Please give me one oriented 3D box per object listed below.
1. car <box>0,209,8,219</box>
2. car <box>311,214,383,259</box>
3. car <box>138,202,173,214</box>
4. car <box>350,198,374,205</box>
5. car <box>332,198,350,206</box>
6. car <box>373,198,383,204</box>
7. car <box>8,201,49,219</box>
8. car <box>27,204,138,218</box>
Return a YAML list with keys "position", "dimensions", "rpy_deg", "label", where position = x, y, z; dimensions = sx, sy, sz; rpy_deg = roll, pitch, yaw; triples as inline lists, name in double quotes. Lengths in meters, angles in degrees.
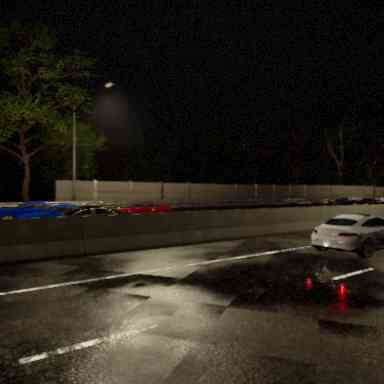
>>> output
- position: [-11.942, 1.486, 24.543]
  dimensions: [5.008, 1.535, 1.882]
  rpy_deg: [-1, 0, -39]
  label: "car"
- position: [6.438, 1.550, 12.644]
  dimensions: [4.674, 1.442, 1.812]
  rpy_deg: [0, 0, -35]
  label: "car"
- position: [-3.770, 1.550, 27.104]
  dimensions: [4.674, 1.442, 1.812]
  rpy_deg: [0, 0, -35]
  label: "car"
- position: [25.387, 1.629, 47.870]
  dimensions: [4.892, 1.490, 1.837]
  rpy_deg: [0, 0, -35]
  label: "car"
- position: [23.288, 1.615, 50.664]
  dimensions: [4.902, 1.511, 2.128]
  rpy_deg: [0, 0, -35]
  label: "car"
- position: [26.687, 1.685, 44.512]
  dimensions: [4.181, 1.385, 1.994]
  rpy_deg: [0, 0, -35]
  label: "car"
- position: [-7.863, 1.487, 19.883]
  dimensions: [5.008, 1.535, 1.882]
  rpy_deg: [0, 0, -36]
  label: "car"
- position: [-5.559, 1.514, 17.228]
  dimensions: [4.892, 1.490, 1.837]
  rpy_deg: [0, 0, -36]
  label: "car"
